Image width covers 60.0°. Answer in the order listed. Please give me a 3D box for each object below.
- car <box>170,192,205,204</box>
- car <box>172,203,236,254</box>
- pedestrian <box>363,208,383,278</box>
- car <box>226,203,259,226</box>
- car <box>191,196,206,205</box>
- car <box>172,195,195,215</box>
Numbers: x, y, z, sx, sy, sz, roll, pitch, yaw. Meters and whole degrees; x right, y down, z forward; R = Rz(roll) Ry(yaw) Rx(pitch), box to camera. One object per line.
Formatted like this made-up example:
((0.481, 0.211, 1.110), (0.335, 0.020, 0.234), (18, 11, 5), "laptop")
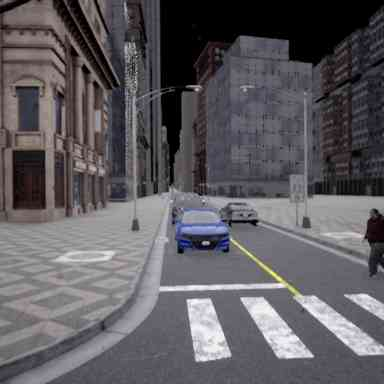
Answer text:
((-0.338, 1.133, 23.526), (2.150, 2.045, 5.566), (-1, 0, -3), "car")
((0.271, 1.429, 13.602), (1.882, 1.535, 5.008), (-1, 0, -4), "car")
((4.702, 1.230, 8.468), (0.375, 1.860, 0.375), (0, 0, -4), "pedestrian")
((2.983, 1.436, 22.084), (2.033, 1.411, 5.357), (-1, 0, -3), "car")
((1.003, 1.313, 53.777), (1.994, 1.385, 4.181), (-1, 0, -4), "car")
((-0.935, 1.223, 33.475), (2.097, 1.767, 4.553), (-1, 0, -3), "car")
